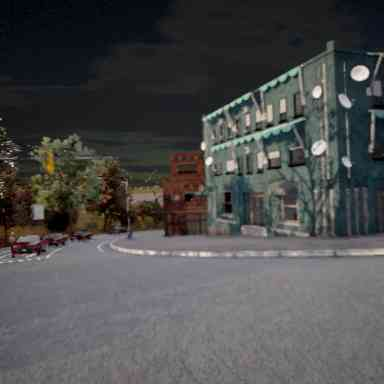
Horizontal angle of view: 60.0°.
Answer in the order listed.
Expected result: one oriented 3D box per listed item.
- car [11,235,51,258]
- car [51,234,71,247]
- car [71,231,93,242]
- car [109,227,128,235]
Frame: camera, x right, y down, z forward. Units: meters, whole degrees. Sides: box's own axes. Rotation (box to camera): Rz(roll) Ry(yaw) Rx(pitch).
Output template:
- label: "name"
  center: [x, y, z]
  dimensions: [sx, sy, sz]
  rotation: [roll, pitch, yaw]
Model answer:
- label: "car"
  center: [-12.267, 3.991, 25.266]
  dimensions: [1.882, 1.535, 5.008]
  rotation: [-3, -5, -17]
- label: "car"
  center: [-14.575, 5.101, 35.063]
  dimensions: [1.895, 1.301, 4.718]
  rotation: [-3, -5, -8]
- label: "car"
  center: [-15.269, 6.087, 45.949]
  dimensions: [1.895, 1.301, 4.718]
  rotation: [-2, -5, 0]
- label: "car"
  center: [-13.321, 7.092, 61.227]
  dimensions: [2.033, 1.411, 5.357]
  rotation: [-2, -5, 15]
